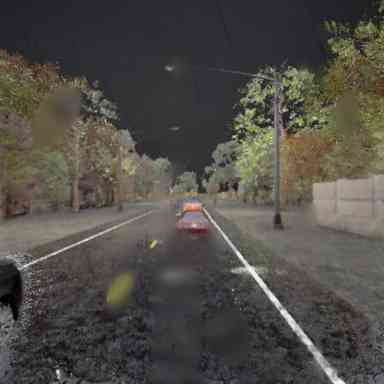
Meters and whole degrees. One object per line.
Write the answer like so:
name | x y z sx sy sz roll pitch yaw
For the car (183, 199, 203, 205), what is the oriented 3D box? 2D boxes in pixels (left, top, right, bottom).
car | 0.118 1.608 37.522 2.097 1.767 4.553 0 0 0

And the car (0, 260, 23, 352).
car | -3.583 1.497 3.310 2.128 1.511 4.902 2 0 0

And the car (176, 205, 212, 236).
car | 0.115 1.705 19.266 1.994 1.385 4.181 0 0 0

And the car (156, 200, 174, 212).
car | -3.558 1.819 44.098 1.812 1.442 4.674 0 0 0
